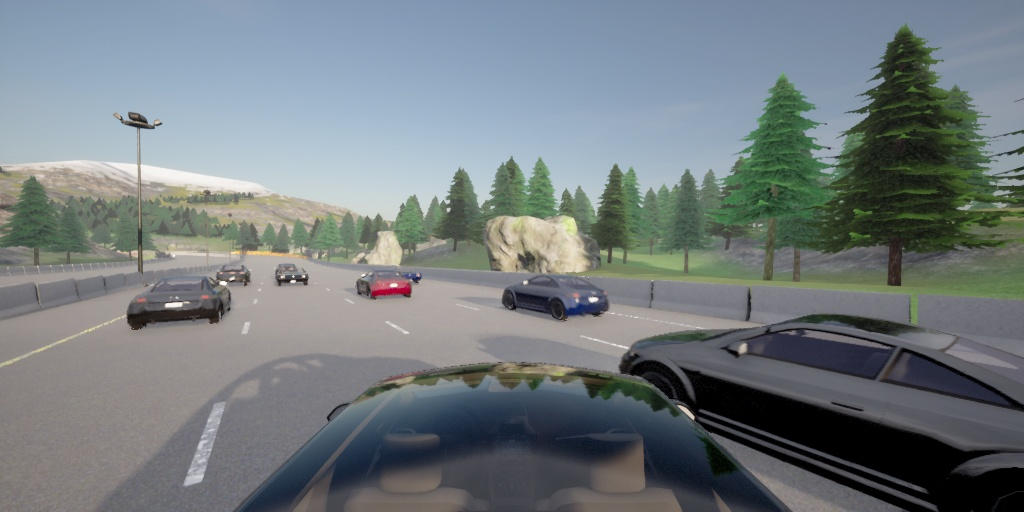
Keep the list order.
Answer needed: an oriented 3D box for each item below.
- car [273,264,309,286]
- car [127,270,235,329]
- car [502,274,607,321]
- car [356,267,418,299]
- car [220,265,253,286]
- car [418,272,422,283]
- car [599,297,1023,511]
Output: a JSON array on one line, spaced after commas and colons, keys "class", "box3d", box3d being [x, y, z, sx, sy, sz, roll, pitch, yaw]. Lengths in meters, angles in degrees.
[{"class": "car", "box3d": [-16.279, 1.483, 26.485, 1.895, 1.301, 4.718, 0, -1, -34]}, {"class": "car", "box3d": [-10.428, 1.329, 11.523, 1.994, 1.385, 4.181, 0, 0, -34]}, {"class": "car", "box3d": [1.396, 1.326, 12.760, 1.994, 1.385, 4.181, 0, 0, -34]}, {"class": "car", "box3d": [-6.652, 1.357, 18.447, 1.994, 1.385, 4.181, 0, 0, -34]}, {"class": "car", "box3d": [-20.486, 1.390, 26.465, 2.128, 1.511, 4.902, 0, -1, -34]}, {"class": "car", "box3d": [-8.614, 1.463, 27.631, 1.895, 1.301, 4.718, 0, -1, -34]}, {"class": "car", "box3d": [3.225, 1.318, 3.775, 1.994, 1.385, 4.181, 0, 0, -34]}]
